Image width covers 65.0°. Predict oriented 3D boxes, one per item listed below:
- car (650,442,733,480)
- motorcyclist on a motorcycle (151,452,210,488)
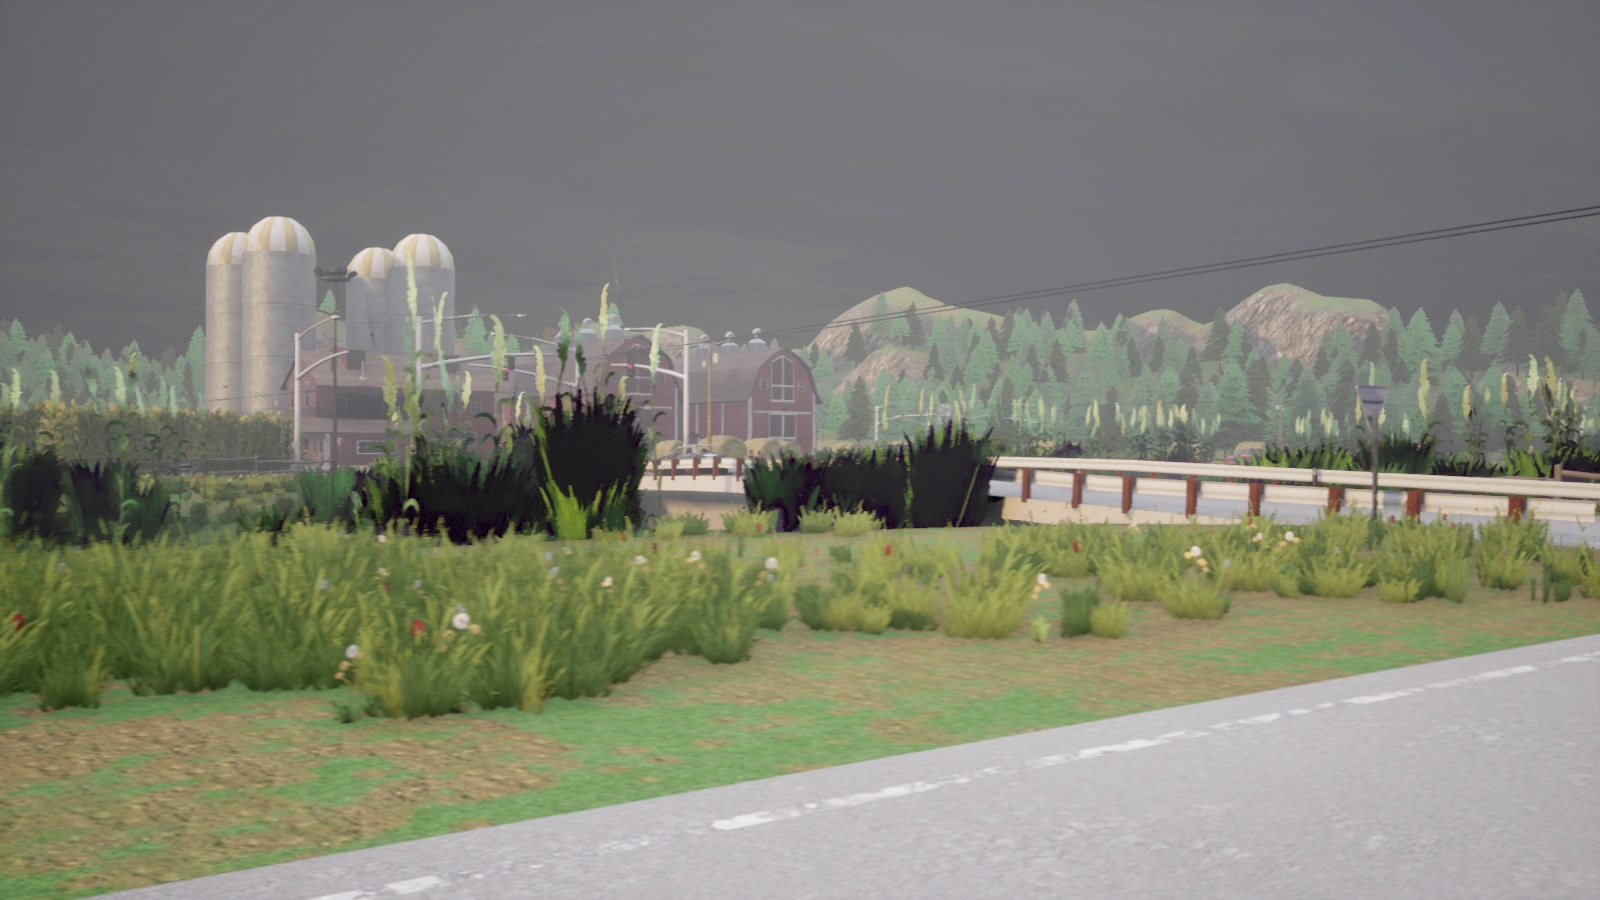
[{"bbox_3d":[-4.827,0.505,55.343,1.970,1.475,3.806,0,-3,-34],"label":"car"},{"bbox_3d":[-28.874,0.900,58.558,2.350,1.649,0.766,0,0,-40],"label":"motorcyclist on a motorcycle"}]
